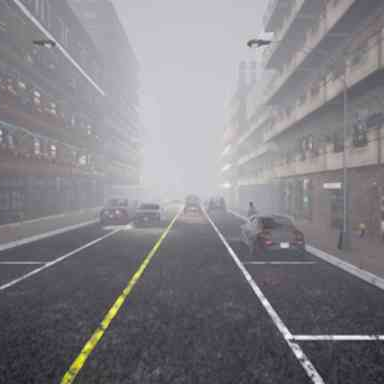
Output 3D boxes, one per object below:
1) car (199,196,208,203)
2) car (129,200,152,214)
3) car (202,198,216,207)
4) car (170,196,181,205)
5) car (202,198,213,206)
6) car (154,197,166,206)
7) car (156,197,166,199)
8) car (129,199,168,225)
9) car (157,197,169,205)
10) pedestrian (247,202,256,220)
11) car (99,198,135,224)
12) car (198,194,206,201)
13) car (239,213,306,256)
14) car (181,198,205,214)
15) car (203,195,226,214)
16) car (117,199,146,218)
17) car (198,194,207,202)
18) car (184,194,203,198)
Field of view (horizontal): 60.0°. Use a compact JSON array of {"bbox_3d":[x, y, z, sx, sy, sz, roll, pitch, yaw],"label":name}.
[{"bbox_3d":[2.717,1.680,76.950,1.967,1.590,4.097,-1,0,0],"label":"car"},{"bbox_3d":[-5.681,1.679,37.339,1.947,1.339,4.313,-1,0,0],"label":"car"},{"bbox_3d":[2.708,1.732,54.294,1.947,1.339,4.313,-1,0,0],"label":"car"},{"bbox_3d":[-2.983,1.752,65.100,1.994,1.385,4.181,0,0,1],"label":"car"},{"bbox_3d":[2.711,1.767,59.958,1.802,1.307,4.206,-1,0,0],"label":"car"},{"bbox_3d":[-5.670,1.710,59.825,1.752,1.417,4.829,-1,0,0],"label":"car"},{"bbox_3d":[-5.673,1.692,54.161,1.752,1.417,4.829,-1,0,0],"label":"car"},{"bbox_3d":[-3.084,1.552,24.775,1.882,1.535,5.008,0,0,0],"label":"car"},{"bbox_3d":[-5.668,1.728,65.489,1.752,1.417,4.829,-1,0,0],"label":"car"},{"bbox_3d":[2.855,1.341,15.906,0.375,1.860,0.375,-1,1,-5],"label":"pedestrian"},{"bbox_3d":[-5.690,1.393,26.012,2.192,1.841,5.009,-1,0,0],"label":"car"},{"bbox_3d":[2.724,1.614,93.941,2.192,1.841,5.009,-1,0,0],"label":"car"},{"bbox_3d":[3.008,1.565,13.094,1.812,1.442,4.674,0,0,0],"label":"car"},{"bbox_3d":[0.090,1.675,36.741,1.994,1.385,4.181,0,0,0],"label":"car"},{"bbox_3d":[2.696,1.427,37.304,2.192,1.841,5.009,-1,0,0],"label":"car"},{"bbox_3d":[-5.686,1.536,31.675,1.967,1.590,4.097,-1,0,0],"label":"car"},{"bbox_3d":[2.721,1.594,88.278,2.192,1.841,5.009,-1,0,0],"label":"car"},{"bbox_3d":[0.031,1.370,48.077,2.150,2.045,5.566,0,0,0],"label":"car"}]
